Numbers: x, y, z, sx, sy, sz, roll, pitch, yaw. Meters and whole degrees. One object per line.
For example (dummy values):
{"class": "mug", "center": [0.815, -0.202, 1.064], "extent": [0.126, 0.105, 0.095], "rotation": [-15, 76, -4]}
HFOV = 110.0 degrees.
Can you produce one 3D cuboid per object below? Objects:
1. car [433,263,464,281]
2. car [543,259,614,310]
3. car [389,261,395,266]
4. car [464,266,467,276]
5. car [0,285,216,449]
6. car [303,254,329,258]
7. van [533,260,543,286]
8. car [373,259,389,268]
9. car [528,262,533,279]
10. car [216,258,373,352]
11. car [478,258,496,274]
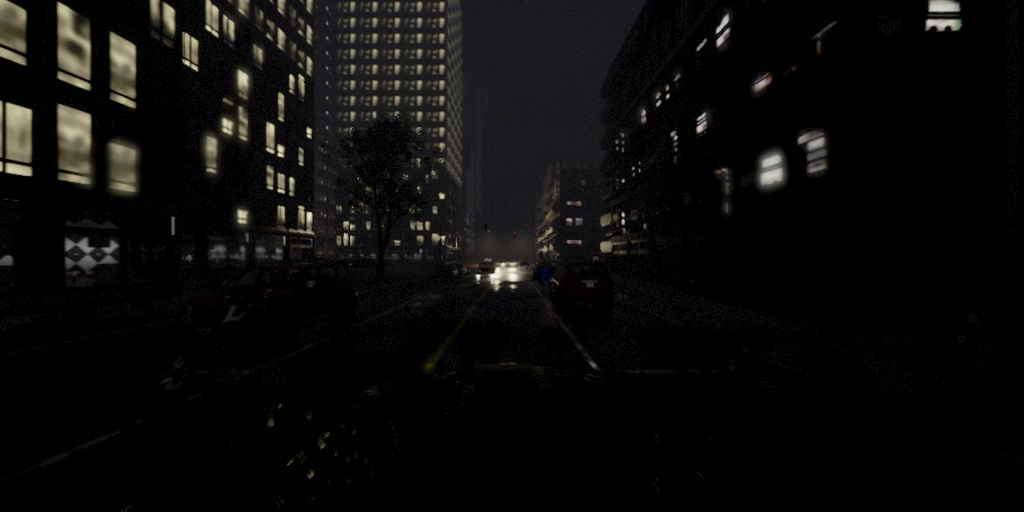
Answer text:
{"class": "car", "center": [-5.695, 1.387, 31.355], "extent": [1.948, 1.339, 4.313], "rotation": [0, 0, 0]}
{"class": "car", "center": [2.688, 1.095, 14.704], "extent": [2.192, 1.841, 5.009], "rotation": [0, 0, 0]}
{"class": "car", "center": [-22.053, 1.024, 59.698], "extent": [4.829, 1.417, 1.751], "rotation": [0, 0, -1]}
{"class": "car", "center": [-5.695, 1.400, 36.601], "extent": [1.948, 1.339, 4.313], "rotation": [0, 0, 0]}
{"class": "car", "center": [-5.691, 1.194, 3.600], "extent": [1.967, 1.591, 4.097], "rotation": [0, 0, 0]}
{"class": "car", "center": [-27.394, 0.712, 51.168], "extent": [5.009, 1.841, 2.192], "rotation": [0, 0, -1]}
{"class": "van", "center": [2.687, 1.148, 25.806], "extent": [1.690, 1.789, 3.998], "rotation": [0, 0, 0]}
{"class": "car", "center": [-21.536, 1.029, 53.925], "extent": [4.674, 1.442, 1.812], "rotation": [1, 0, -1]}
{"class": "car", "center": [2.686, 1.261, 31.357], "extent": [1.967, 1.591, 4.097], "rotation": [0, 0, 0]}
{"class": "car", "center": [-5.691, 1.082, 9.151], "extent": [2.192, 1.841, 5.009], "rotation": [0, 0, 0]}
{"class": "car", "center": [-3.009, 1.332, 43.118], "extent": [1.882, 1.535, 5.008], "rotation": [0, 0, 0]}
